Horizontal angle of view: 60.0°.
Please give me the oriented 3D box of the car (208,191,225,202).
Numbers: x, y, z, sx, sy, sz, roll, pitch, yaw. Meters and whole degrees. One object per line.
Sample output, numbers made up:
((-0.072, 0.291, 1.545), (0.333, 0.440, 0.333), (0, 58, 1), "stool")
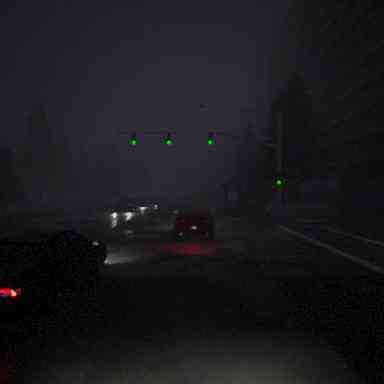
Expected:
((4.614, 0.787, 64.507), (2.150, 2.045, 5.566), (0, 0, 30), "car")

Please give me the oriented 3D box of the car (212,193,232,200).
((6.582, 1.027, 73.107), (1.812, 1.442, 4.674), (0, 0, 44), "car")

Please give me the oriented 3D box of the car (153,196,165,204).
((-6.032, 1.274, 56.089), (1.895, 1.301, 4.718), (0, 0, 12), "car")

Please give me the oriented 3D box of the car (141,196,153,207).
((-7.018, 1.306, 45.846), (1.994, 1.385, 4.181), (0, 0, 1), "car")

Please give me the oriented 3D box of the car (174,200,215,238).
((0.097, 1.395, 17.126), (1.882, 1.535, 5.008), (0, 0, 0), "car")

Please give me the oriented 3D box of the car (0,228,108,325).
((-3.399, 1.535, 7.442), (2.033, 1.411, 5.357), (0, 0, 0), "car")

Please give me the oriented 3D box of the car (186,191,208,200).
((0.723, 1.063, 64.636), (1.882, 1.535, 5.008), (0, 0, 30), "car")

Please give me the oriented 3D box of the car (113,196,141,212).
((-7.104, 1.329, 35.968), (1.812, 1.442, 4.674), (0, 0, 0), "car")
